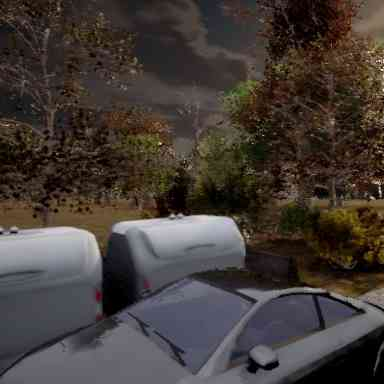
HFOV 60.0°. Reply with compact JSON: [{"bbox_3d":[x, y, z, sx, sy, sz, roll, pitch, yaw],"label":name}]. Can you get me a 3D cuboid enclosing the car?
[{"bbox_3d":[0.332,1.565,3.308,4.181,1.385,1.994,0,0,-36],"label":"car"}]
